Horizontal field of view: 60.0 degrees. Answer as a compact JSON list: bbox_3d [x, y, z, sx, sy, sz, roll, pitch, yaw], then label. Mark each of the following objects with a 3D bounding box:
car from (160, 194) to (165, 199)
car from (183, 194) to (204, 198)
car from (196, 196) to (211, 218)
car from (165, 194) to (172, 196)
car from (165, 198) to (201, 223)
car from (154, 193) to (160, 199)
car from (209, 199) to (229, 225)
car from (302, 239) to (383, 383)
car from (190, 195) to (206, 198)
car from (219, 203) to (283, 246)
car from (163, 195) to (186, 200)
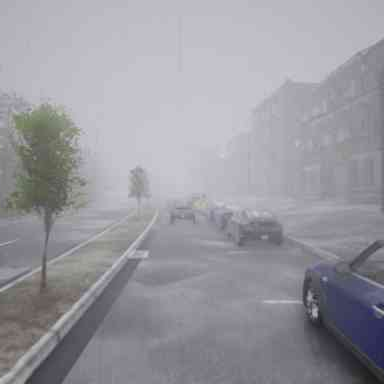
[{"bbox_3d":[-5.428,1.238,77.461,2.163,1.488,4.792,0,0,-13],"label":"car"},{"bbox_3d":[0.017,1.396,48.596,2.231,1.521,4.892,0,0,-7],"label":"car"},{"bbox_3d":[1.782,1.452,32.169,1.946,1.575,5.366,0,0,-4],"label":"car"},{"bbox_3d":[-3.867,1.253,70.595,1.946,1.575,5.366,0,0,-12],"label":"car"},{"bbox_3d":[-0.770,1.475,25.551,2.128,1.511,4.902,0,0,-3],"label":"car"},{"bbox_3d":[-7.860,1.135,86.745,2.097,1.535,5.008,0,0,-15],"label":"car"},{"bbox_3d":[2.500,1.471,20.870,2.097,1.535,5.008,0,0,-3],"label":"car"},{"bbox_3d":[3.038,1.355,4.171,2.185,1.767,4.553,0,0,0],"label":"car"},{"bbox_3d":[1.284,1.437,37.711,1.946,1.575,5.366,0,0,-5],"label":"car"},{"bbox_3d":[2.750,1.477,15.313,2.231,1.521,4.892,0,0,-2],"label":"car"},{"bbox_3d":[-2.323,1.496,42.880,1.994,1.385,4.181,0,0,-7],"label":"car"}]
